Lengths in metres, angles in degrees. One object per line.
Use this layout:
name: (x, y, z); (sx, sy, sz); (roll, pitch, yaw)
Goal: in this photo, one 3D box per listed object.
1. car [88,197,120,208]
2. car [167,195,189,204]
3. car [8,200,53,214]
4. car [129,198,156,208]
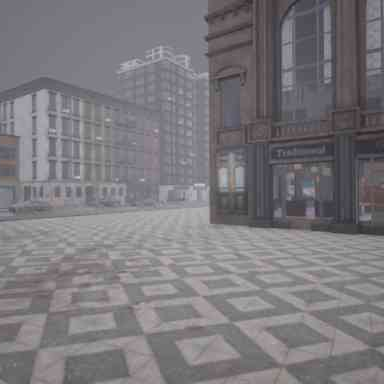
car: (-12.363, 1.491, 46.946); (1.837, 1.490, 4.892); (-1, 0, 36)
car: (-2.596, 1.235, 60.431); (1.882, 1.535, 5.008); (-1, 0, 36)
car: (-16.924, 1.548, 35.000); (1.994, 1.385, 4.181); (-1, 0, 36)
car: (-7.247, 1.514, 48.495); (1.994, 1.385, 4.181); (-1, 0, 36)
